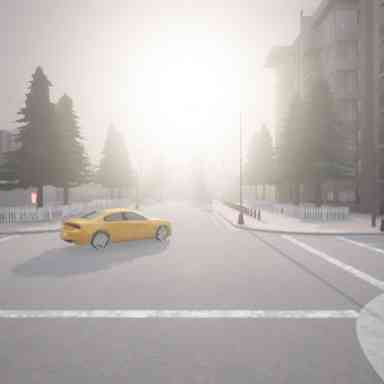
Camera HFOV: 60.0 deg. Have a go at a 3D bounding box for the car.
[{"bbox_3d":[-3.132,1.464,14.554,5.008,1.535,1.882,0,1,-43],"label":"car"}]
